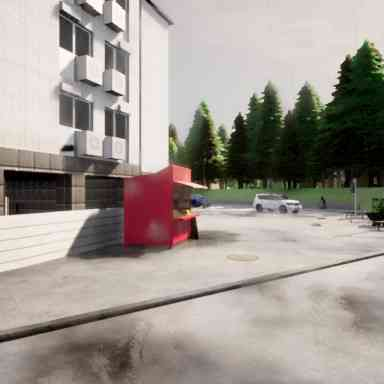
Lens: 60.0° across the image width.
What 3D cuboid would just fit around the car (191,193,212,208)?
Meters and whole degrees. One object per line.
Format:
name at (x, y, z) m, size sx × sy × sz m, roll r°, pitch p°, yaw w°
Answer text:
car at (0.542, 1.224, 47.746) m, size 2.150 × 2.045 × 5.566 m, roll 0°, pitch 0°, yaw -35°

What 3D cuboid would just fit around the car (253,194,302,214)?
car at (9.058, 1.221, 35.743) m, size 2.150 × 2.045 × 5.566 m, roll 0°, pitch 0°, yaw -35°

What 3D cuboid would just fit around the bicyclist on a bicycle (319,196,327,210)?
bicyclist on a bicycle at (15.947, 1.349, 40.536) m, size 1.656 × 1.620 × 0.582 m, roll 0°, pitch 0°, yaw -35°
